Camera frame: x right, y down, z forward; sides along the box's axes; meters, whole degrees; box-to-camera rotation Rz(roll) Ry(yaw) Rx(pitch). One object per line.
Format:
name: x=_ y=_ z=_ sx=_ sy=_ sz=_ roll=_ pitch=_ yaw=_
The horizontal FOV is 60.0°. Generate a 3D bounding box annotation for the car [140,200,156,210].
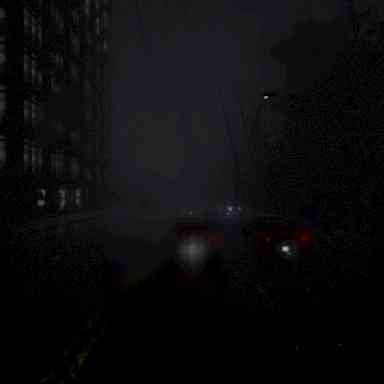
car: x=-6.620 y=1.921 z=50.376 sx=2.033 sy=1.411 sz=5.357 roll=0 pitch=0 yaw=0

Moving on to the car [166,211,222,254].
car: x=0.043 y=1.704 z=13.853 sx=1.895 sy=1.301 sz=4.718 roll=0 pitch=0 yaw=0

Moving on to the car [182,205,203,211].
car: x=0.020 y=1.815 z=28.853 sx=1.895 sy=1.301 sz=4.718 roll=0 pitch=0 yaw=0

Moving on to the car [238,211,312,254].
car: x=3.293 y=1.704 z=13.861 sx=1.895 sy=1.301 sz=4.718 roll=0 pitch=0 yaw=0

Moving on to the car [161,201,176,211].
car: x=-3.385 y=1.957 z=48.039 sx=1.895 sy=1.301 sz=4.718 roll=0 pitch=0 yaw=0

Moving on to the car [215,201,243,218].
car: x=3.274 y=1.573 z=29.949 sx=2.097 sy=1.767 sz=4.553 roll=0 pitch=-1 yaw=0
